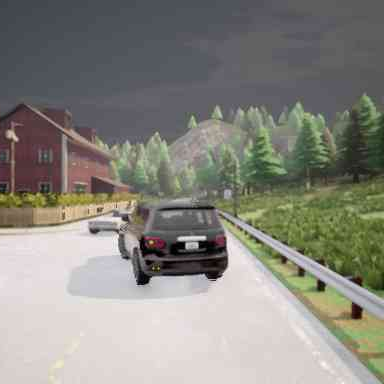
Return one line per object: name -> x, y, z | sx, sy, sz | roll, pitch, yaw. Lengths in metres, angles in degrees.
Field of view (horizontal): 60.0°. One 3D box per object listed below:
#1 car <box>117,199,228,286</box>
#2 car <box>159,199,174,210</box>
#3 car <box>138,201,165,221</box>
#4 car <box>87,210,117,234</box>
car -> -0.799, 1.278, 9.916 | 2.150, 2.045, 5.566 | 0, 0, -17
car -> -3.571, 1.764, 47.567 | 1.837, 1.490, 4.892 | 0, -1, 0
car -> -3.612, 1.668, 30.169 | 1.837, 1.490, 4.892 | 0, 0, 0
car -> -4.312, 1.709, 19.820 | 1.895, 1.301, 4.718 | 0, 0, 12
